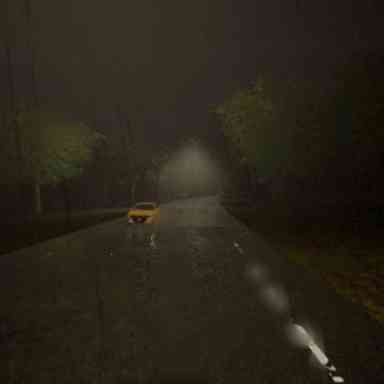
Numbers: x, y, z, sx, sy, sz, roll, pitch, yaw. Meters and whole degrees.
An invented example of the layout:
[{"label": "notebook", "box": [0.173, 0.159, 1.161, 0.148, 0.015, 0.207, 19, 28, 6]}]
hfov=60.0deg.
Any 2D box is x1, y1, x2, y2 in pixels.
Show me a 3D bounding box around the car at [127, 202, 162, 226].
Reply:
[{"label": "car", "box": [-3.260, 1.474, 23.555, 1.882, 1.535, 5.008, 0, 0, 2]}]
